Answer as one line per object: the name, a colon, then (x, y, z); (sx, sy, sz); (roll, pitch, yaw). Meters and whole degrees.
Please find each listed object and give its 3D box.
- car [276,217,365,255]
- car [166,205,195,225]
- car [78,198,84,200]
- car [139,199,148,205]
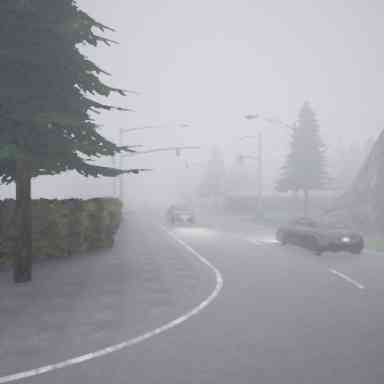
car: (5.260, 1.739, 14.192); (1.994, 1.385, 4.181); (0, -1, -11)
car: (-0.998, 1.795, 27.224); (2.128, 1.511, 4.902); (0, -1, -11)
car: (-24.844, 2.126, 74.012); (1.845, 1.501, 3.633); (0, -1, -11)
car: (-11.546, 2.370, 78.627); (2.033, 1.411, 5.357); (0, -1, -12)
